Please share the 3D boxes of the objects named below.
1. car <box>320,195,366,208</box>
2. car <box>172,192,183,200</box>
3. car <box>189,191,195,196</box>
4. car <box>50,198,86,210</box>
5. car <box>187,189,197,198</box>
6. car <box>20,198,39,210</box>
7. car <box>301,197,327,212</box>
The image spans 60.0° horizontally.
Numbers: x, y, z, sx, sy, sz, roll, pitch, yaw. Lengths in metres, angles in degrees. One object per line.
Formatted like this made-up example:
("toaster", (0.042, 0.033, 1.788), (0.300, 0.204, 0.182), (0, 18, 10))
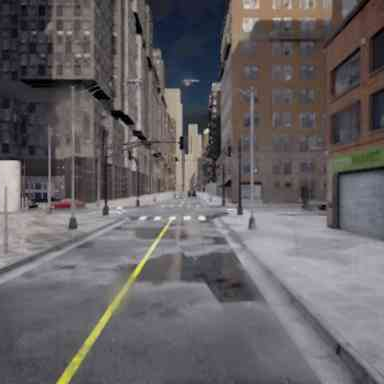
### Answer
("car", (17.515, 1.082, 38.639), (4.403, 1.369, 2.008), (0, 0, 0))
("car", (-3.001, 0.808, 69.942), (2.128, 1.511, 4.902), (0, 1, 0))
("car", (-0.001, 0.393, 90.840), (1.812, 1.442, 4.674), (0, 1, 0))
("car", (-14.471, 1.349, 38.672), (4.206, 1.307, 1.802), (0, 0, 0))
("car", (-0.001, 0.377, 80.445), (2.150, 2.045, 5.566), (0, 1, 0))
("car", (-20.119, 1.373, 38.678), (4.313, 1.339, 1.947), (0, 0, 0))
("car", (12.105, 1.139, 30.120), (4.313, 1.339, 1.947), (0, 0, 0))
